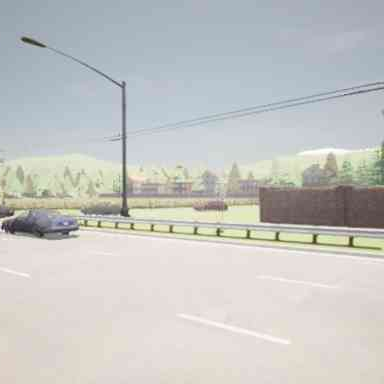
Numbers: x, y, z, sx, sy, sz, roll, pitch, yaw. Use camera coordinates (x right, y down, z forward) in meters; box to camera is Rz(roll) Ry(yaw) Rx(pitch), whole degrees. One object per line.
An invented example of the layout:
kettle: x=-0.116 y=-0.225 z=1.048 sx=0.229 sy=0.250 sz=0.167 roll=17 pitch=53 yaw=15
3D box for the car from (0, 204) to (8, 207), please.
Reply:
car: x=-20.434 y=1.919 z=33.976 sx=4.181 sy=1.385 sz=1.994 roll=0 pitch=0 yaw=0

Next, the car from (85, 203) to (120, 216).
car: x=-9.825 y=1.845 z=35.765 sx=4.181 sy=1.385 sz=1.994 roll=0 pitch=0 yaw=-21

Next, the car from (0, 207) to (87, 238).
car: x=-8.599 y=1.722 z=18.720 sx=5.357 sy=1.411 sz=2.033 roll=-1 pitch=0 yaw=35

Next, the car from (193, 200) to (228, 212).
car: x=2.320 y=1.743 z=41.582 sx=4.674 sy=1.442 sz=1.812 roll=0 pitch=0 yaw=-29
